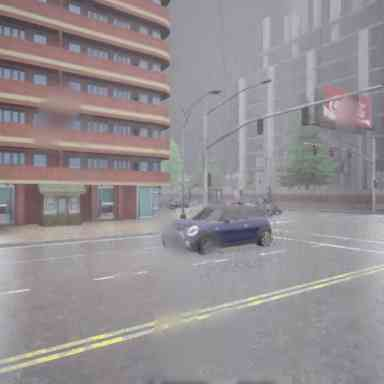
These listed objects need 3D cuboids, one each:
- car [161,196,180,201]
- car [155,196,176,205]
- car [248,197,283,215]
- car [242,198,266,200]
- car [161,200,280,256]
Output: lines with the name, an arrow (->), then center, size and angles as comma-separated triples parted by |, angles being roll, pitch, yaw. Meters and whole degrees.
car -> -3.871, 1.351, 40.507 | 2.097, 1.767, 4.553 | 0, 0, -35
car -> -4.919, 1.526, 60.662 | 1.812, 1.442, 4.674 | 0, 0, -35
car -> 6.437, 1.352, 31.886 | 2.097, 1.767, 4.553 | 0, 0, -35
car -> 4.666, 1.526, 28.100 | 1.812, 1.442, 4.674 | 0, 0, -33
car -> 1.080, 1.352, 13.308 | 4.553, 1.767, 2.097 | 0, 0, -36
